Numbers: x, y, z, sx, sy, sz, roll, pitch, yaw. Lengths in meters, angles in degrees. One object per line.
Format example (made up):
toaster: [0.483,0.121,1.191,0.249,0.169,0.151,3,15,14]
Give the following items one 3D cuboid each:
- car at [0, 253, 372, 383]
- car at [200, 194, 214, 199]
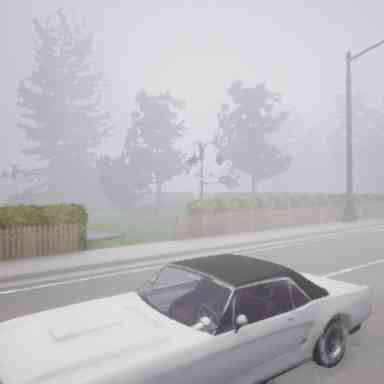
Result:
car: [0.149,1.566,4.090,4.718,1.301,1.895,-1,1,-35]
car: [3.178,0.998,51.548,1.882,1.535,5.008,-1,1,-36]
